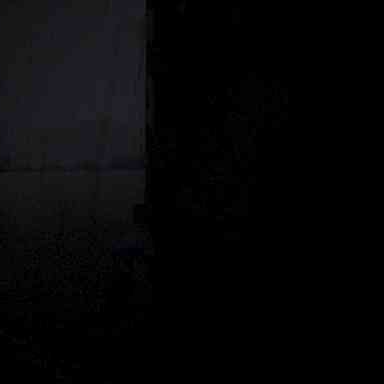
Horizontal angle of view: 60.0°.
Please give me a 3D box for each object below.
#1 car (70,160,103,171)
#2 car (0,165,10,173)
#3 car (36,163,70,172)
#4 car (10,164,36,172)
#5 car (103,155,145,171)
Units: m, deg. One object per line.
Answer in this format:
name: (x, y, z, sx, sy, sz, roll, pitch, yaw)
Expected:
car: (-11.811, -3.042, 39.930, 4.553, 1.767, 2.185, 1, 0, 26)
car: (-26.590, -3.049, 47.435, 4.792, 1.488, 2.163, 1, 0, 29)
car: (-16.892, -2.984, 42.372, 4.892, 1.521, 2.231, 1, 0, 27)
car: (-21.725, -2.992, 44.829, 4.674, 1.452, 2.002, 1, 0, 28)
car: (-6.709, -3.078, 37.593, 5.566, 2.045, 2.435, 1, 1, 25)
